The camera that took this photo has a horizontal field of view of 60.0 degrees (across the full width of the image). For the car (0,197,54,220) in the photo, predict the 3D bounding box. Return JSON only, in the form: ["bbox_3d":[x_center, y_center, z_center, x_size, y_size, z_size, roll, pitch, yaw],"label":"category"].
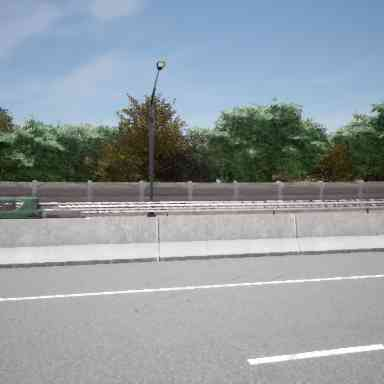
[{"bbox_3d":[-9.427,1.235,14.796,5.566,2.045,2.150,0,0,-13],"label":"car"}]

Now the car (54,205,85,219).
[{"bbox_3d":[-9.882,1.564,21.863,5.357,1.411,2.033,0,0,-13],"label":"car"}]
